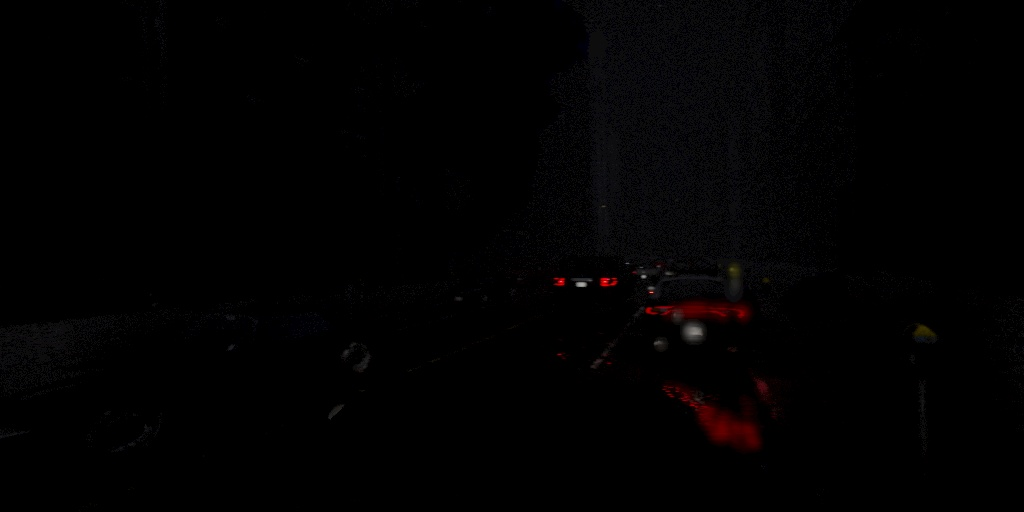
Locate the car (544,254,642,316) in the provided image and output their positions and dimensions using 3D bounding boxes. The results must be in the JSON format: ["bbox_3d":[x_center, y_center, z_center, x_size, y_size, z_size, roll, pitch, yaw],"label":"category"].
[{"bbox_3d":[3.323,0.964,13.508,2.150,2.045,5.566,-2,0,26],"label":"car"}]

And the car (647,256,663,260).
[{"bbox_3d":[18.412,1.088,44.755,1.812,1.442,4.674,-2,0,26],"label":"car"}]

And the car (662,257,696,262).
[{"bbox_3d":[11.264,1.046,23.694,1.967,1.591,4.097,0,0,26],"label":"car"}]

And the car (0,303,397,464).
[{"bbox_3d":[-4.128,1.482,5.475,1.895,1.301,4.718,-2,0,26],"label":"car"}]

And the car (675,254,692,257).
[{"bbox_3d":[16.193,0.862,33.833,2.192,1.841,5.009,0,0,26],"label":"car"}]

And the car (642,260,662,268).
[{"bbox_3d":[10.929,1.252,29.131,1.895,1.301,4.718,-2,0,26],"label":"car"}]

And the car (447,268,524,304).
[{"bbox_3d":[-1.333,1.454,17.274,1.948,1.339,4.313,0,0,26],"label":"car"}]

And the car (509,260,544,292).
[{"bbox_3d":[1.131,1.173,22.343,2.192,1.841,5.009,0,0,26],"label":"car"}]

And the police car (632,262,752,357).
[{"bbox_3d":[4.323,1.109,8.615,1.930,1.638,5.238,-2,0,26],"label":"police car"}]

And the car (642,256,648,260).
[{"bbox_3d":[16.470,0.985,47.630,2.097,1.767,4.553,-2,0,26],"label":"car"}]
